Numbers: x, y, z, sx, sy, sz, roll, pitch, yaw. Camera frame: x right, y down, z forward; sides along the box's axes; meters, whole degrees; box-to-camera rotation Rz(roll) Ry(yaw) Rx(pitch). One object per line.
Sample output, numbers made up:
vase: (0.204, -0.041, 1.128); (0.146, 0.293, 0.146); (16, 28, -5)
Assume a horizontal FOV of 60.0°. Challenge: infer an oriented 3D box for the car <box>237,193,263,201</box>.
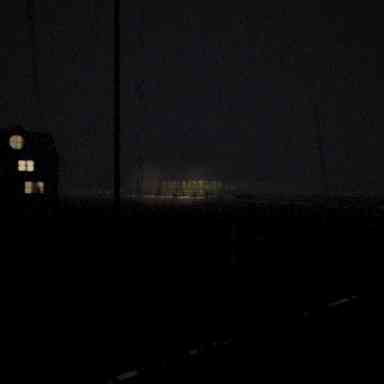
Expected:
car: (9.946, 0.839, 56.901); (1.895, 1.301, 4.718); (0, 1, -35)
